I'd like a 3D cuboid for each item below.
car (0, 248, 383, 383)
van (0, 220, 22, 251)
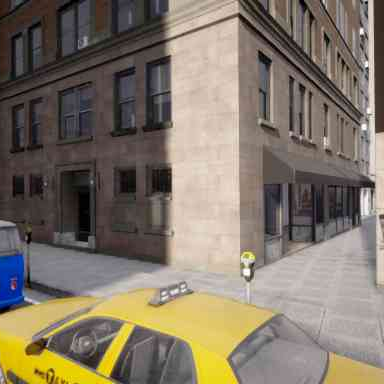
[{"bbox_3d":[-0.402,1.526,3.147,4.829,1.417,1.752,0,-1,36],"label":"car"},{"bbox_3d":[-4.877,1.342,6.351,3.998,1.788,1.690,0,-1,36],"label":"van"}]
